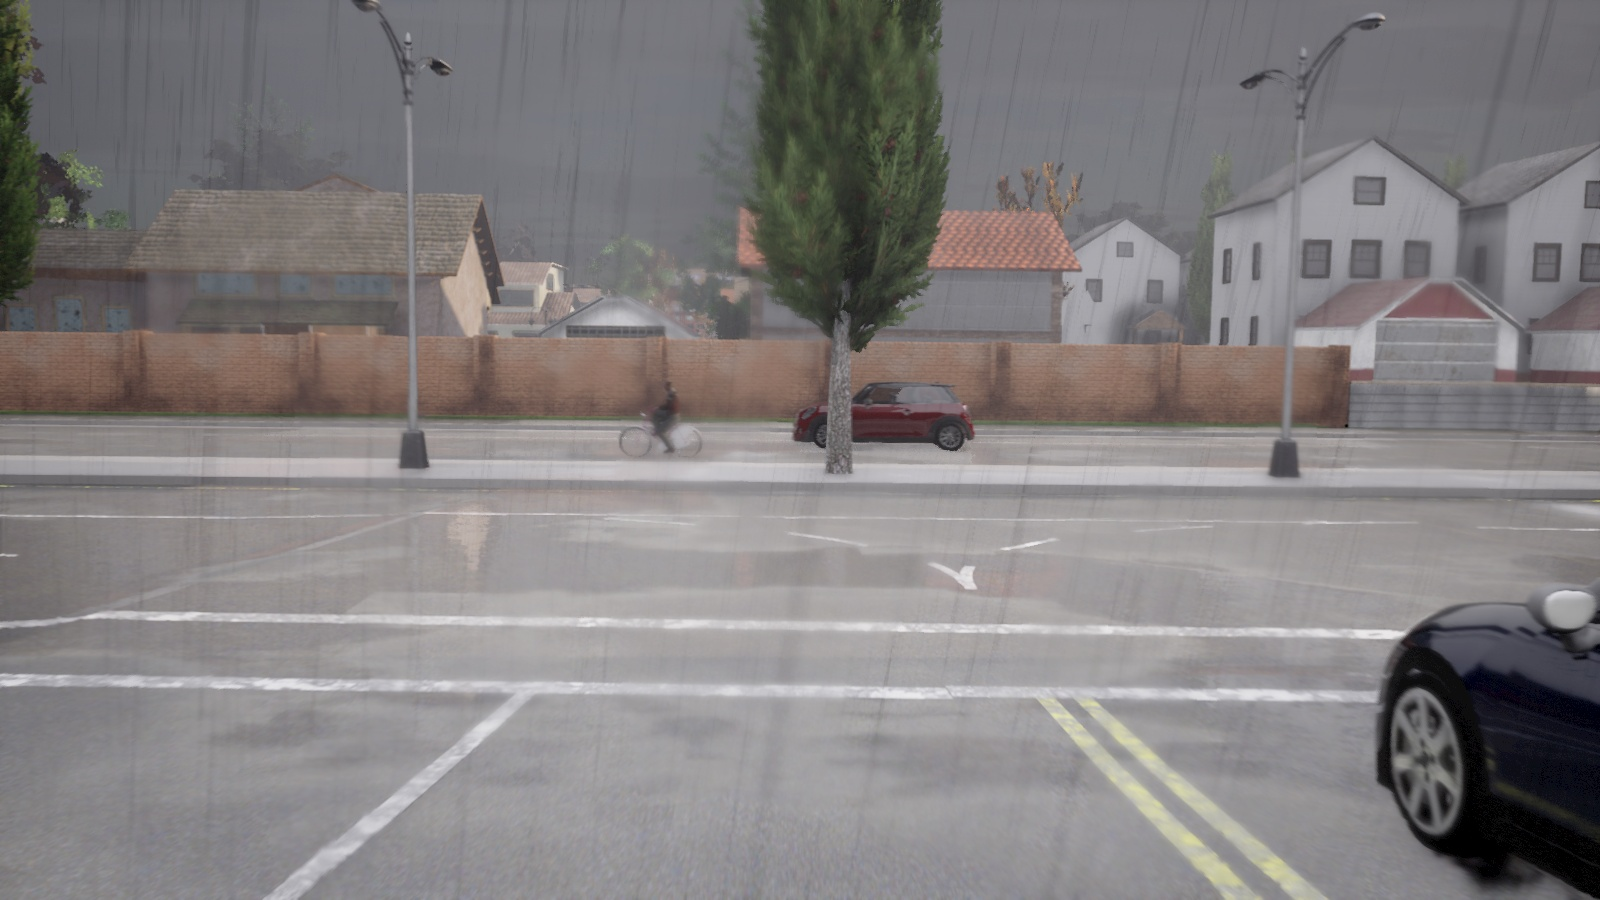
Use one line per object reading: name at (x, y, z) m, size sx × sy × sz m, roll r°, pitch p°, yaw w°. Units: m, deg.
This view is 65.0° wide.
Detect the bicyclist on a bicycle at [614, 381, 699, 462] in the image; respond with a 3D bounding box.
bicyclist on a bicycle at (-3.214, -0.650, 28.253) m, size 1.843 × 1.776 × 0.659 m, roll 0°, pitch 5°, yaw -1°

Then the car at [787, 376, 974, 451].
car at (1.960, -0.959, 31.854) m, size 4.553 × 1.767 × 2.097 m, roll 0°, pitch 5°, yaw -1°

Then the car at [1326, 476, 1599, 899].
car at (3.499, 0.833, 4.079) m, size 1.970 × 1.475 × 3.806 m, roll 0°, pitch -1°, yaw 0°
